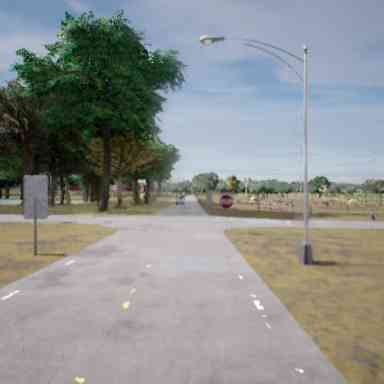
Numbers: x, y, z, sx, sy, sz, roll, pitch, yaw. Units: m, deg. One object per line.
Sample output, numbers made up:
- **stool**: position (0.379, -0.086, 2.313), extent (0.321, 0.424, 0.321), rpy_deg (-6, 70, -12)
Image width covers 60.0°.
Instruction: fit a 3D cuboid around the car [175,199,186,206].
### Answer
- **car**: position (-2.757, 2.272, 74.754), extent (1.882, 1.535, 5.008), rpy_deg (0, -1, 0)
